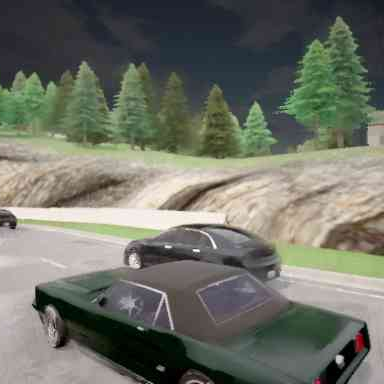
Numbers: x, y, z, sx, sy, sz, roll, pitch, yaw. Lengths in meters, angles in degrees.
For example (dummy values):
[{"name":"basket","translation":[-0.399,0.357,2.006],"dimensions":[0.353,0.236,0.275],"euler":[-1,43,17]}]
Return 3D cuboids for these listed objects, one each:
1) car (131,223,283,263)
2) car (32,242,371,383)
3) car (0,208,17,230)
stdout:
[{"name":"car","translation":[0.040,1.619,9.106],"dimensions":[4.892,1.490,1.837],"euler":[-1,-1,44]},{"name":"car","translation":[-0.348,1.661,4.596],"dimensions":[4.718,1.301,1.895],"euler":[-1,-1,41]},{"name":"car","translation":[-13.949,1.861,22.881],"dimensions":[4.892,1.490,1.837],"euler":[-1,-2,35]}]
